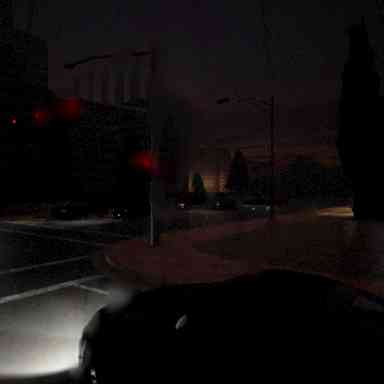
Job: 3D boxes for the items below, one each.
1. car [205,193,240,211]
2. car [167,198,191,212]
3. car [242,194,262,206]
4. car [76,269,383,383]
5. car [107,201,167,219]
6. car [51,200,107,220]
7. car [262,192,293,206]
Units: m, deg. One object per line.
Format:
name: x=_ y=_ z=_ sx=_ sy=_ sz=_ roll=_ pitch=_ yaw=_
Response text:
car: x=3.541 y=1.346 z=40.528 sx=2.097 sy=1.767 sz=4.553 roll=0 pitch=0 yaw=38
car: x=-2.047 y=1.498 z=38.808 sx=1.837 sy=1.490 sz=4.892 roll=0 pitch=0 yaw=36
car: x=10.920 y=1.542 z=56.496 sx=2.033 sy=1.411 sz=5.357 roll=0 pitch=0 yaw=36
car: x=0.701 y=1.564 z=3.501 sx=4.181 sy=1.385 sz=1.994 roll=0 pitch=0 yaw=35
car: x=-4.718 y=1.596 z=29.181 sx=1.895 sy=1.301 sz=4.718 roll=0 pitch=0 yaw=36
car: x=-9.522 y=1.471 z=28.540 sx=1.882 sy=1.535 sz=5.008 roll=0 pitch=0 yaw=36
car: x=14.223 y=1.202 z=55.078 sx=2.150 sy=2.045 sz=5.566 roll=0 pitch=0 yaw=36
